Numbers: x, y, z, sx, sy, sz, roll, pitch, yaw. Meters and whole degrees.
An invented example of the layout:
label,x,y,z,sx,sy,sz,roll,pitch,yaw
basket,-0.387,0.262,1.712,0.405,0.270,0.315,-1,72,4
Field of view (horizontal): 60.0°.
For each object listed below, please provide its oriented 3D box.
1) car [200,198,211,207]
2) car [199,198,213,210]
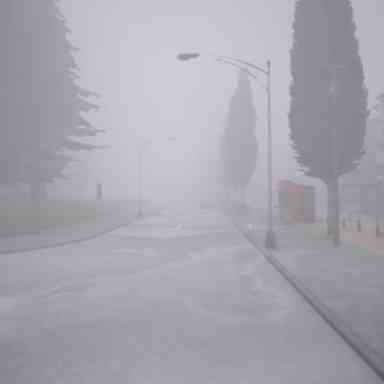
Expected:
label,x,y,z,sx,sy,sz,roll,pitch,yaw
car,2.496,1.930,61.376,1.882,1.535,5.008,-1,0,2
car,2.083,1.924,48.959,1.994,1.385,4.181,-1,0,2
